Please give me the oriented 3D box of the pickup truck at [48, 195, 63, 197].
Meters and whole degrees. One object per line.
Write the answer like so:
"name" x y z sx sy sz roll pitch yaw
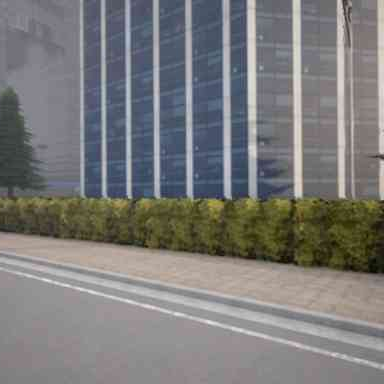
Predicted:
"pickup truck" -28.622 1.658 71.123 6.274 2.098 2.390 0 0 -24

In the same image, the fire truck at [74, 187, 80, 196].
"fire truck" -18.118 0.730 63.280 2.891 3.827 8.468 -1 0 35
